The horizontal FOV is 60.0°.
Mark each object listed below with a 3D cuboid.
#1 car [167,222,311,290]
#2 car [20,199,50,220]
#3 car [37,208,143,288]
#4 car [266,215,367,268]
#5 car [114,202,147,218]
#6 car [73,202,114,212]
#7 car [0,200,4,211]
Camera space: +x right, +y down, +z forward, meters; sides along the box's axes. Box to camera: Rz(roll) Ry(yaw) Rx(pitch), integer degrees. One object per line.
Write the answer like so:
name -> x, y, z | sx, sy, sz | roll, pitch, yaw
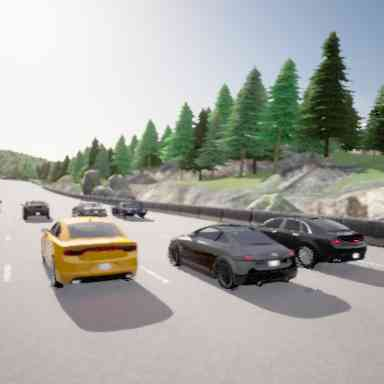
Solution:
car -> 0.917, 1.591, 9.381 | 1.994, 1.385, 4.181 | 1, 0, -29
car -> -12.481, 1.330, 26.593 | 1.837, 1.490, 4.892 | 1, 0, -29
car -> -3.056, 1.438, 9.355 | 1.882, 1.535, 5.008 | 1, 0, -29
car -> 3.597, 1.579, 11.775 | 1.837, 1.490, 4.892 | 1, 0, -29
car -> -5.503, 1.545, 28.419 | 1.895, 1.301, 4.718 | 1, 0, -29
car -> -7.959, 1.447, 25.616 | 2.033, 1.411, 5.357 | 1, 0, -29
car -> -20.713, 1.191, 34.356 | 2.128, 1.511, 4.902 | 1, 0, -29
